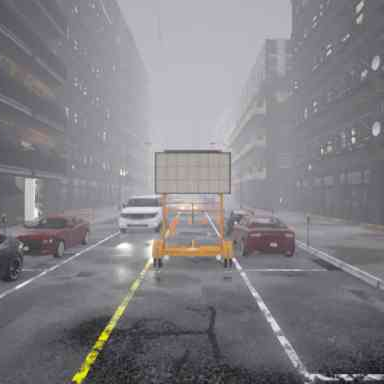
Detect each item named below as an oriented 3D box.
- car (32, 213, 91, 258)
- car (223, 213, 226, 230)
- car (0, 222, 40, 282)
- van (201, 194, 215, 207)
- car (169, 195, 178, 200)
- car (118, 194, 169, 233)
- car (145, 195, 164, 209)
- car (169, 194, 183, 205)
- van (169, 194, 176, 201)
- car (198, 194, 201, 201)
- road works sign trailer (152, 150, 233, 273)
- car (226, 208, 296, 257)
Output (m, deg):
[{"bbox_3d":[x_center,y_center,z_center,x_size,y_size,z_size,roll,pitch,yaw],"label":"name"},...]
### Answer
[{"bbox_3d":[-5.277,1.547,12.783,1.887,1.381,4.507,1,0,0],"label":"car"},{"bbox_3d":[2.616,1.555,18.466,2.008,1.369,4.403,1,0,0],"label":"car"},{"bbox_3d":[-5.290,1.567,7.112,1.947,1.339,4.313,1,0,0],"label":"car"},{"bbox_3d":[2.696,1.351,52.491,1.690,1.788,3.998,1,0,0],"label":"van"},{"bbox_3d":[-5.097,1.570,92.174,2.008,1.369,4.403,1,0,0],"label":"car"},{"bbox_3d":[-2.806,1.225,19.839,2.150,2.045,5.566,0,0,0],"label":"car"},{"bbox_3d":[-5.197,1.324,46.808,2.192,1.841,5.009,1,0,0],"label":"car"},{"bbox_3d":[-2.687,1.537,60.517,1.812,1.442,4.674,0,0,0],"label":"car"},{"bbox_3d":[-5.107,1.359,86.504,1.690,1.788,3.998,1,0,0],"label":"van"},{"bbox_3d":[2.773,1.333,86.516,2.192,1.841,5.009,1,0,0],"label":"car"},{"bbox_3d":[0.028,0.467,10.647,2.380,3.560,2.880,0,0,0],"label":"road works sign trailer"},{"bbox_3d":[2.603,1.547,12.795,1.887,1.381,4.507,1,0,0],"label":"car"}]
